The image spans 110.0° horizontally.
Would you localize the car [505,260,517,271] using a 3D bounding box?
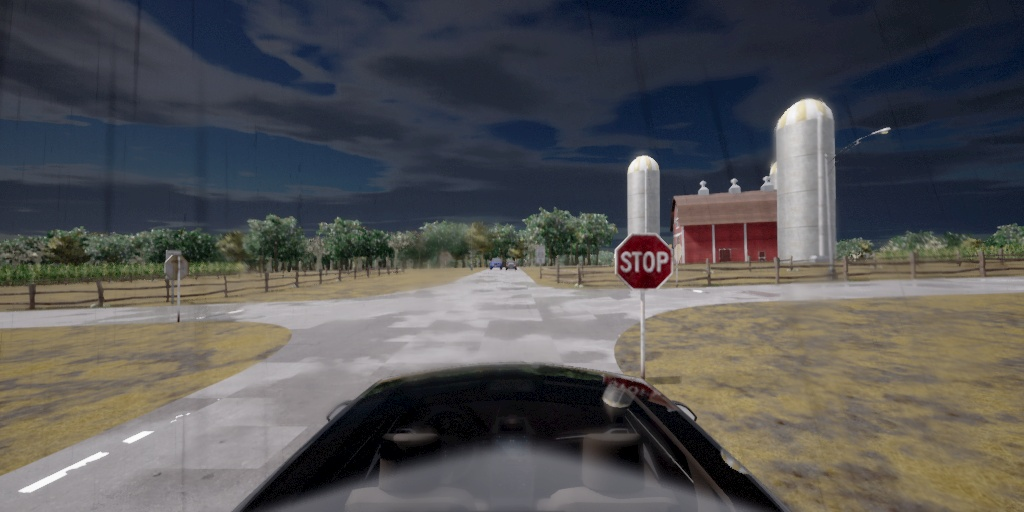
[{"bbox_3d":[-0.141,1.748,61.711,1.812,1.442,4.674,0,-1,0],"label":"car"}]
